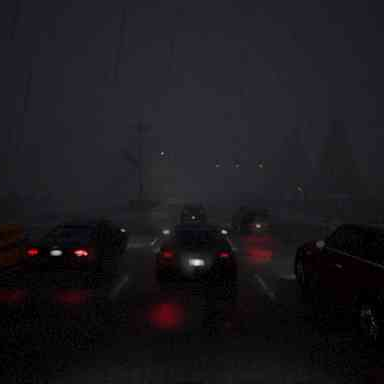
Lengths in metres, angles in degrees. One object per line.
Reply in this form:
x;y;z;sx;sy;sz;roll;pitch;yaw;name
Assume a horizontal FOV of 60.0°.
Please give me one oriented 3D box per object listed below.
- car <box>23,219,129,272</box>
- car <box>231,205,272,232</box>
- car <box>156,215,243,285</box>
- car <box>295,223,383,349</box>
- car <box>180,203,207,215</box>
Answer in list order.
-3.398;1.583;10.831;2.033;1.411;5.357;0;0;0;car
3.601;1.573;20.507;1.837;1.490;4.892;0;0;0;car
0.102;1.595;9.622;1.994;1.385;4.181;0;0;0;car
3.600;1.373;6.449;2.097;1.767;4.553;0;0;0;car
0.102;1.574;25.513;2.128;1.511;4.902;0;0;0;car
